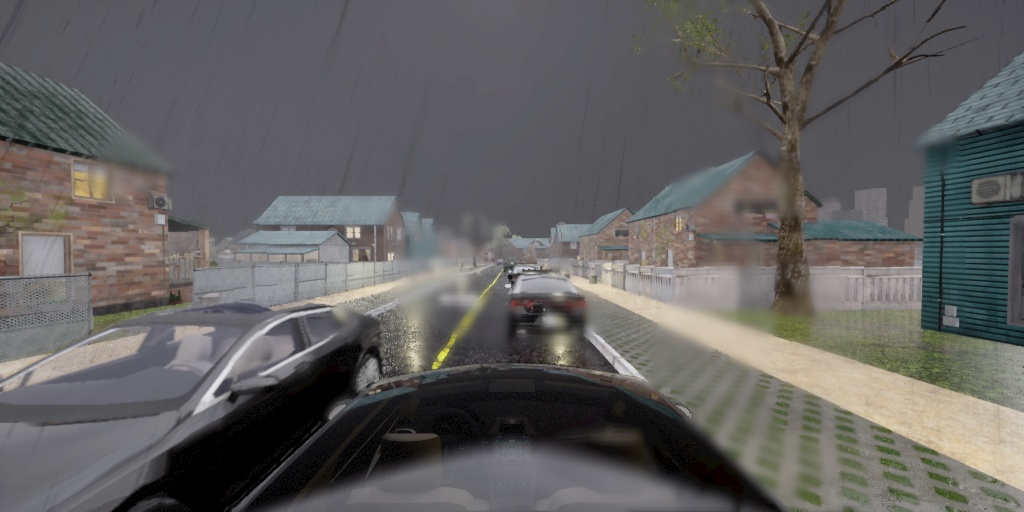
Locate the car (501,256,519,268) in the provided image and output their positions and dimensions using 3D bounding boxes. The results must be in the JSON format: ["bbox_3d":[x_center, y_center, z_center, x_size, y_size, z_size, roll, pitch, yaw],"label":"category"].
[{"bbox_3d":[0.032,1.027,46.903,2.150,2.045,5.566,0,0,0],"label":"car"}]

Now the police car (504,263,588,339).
[{"bbox_3d":[0.827,1.175,10.255,1.930,1.638,5.238,0,0,0],"label":"police car"}]

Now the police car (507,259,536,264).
[{"bbox_3d":[0.829,1.182,20.257,1.930,1.638,5.238,0,0,0],"label":"police car"}]

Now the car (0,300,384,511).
[{"bbox_3d":[-2.749,1.241,3.266,2.128,1.511,4.902,0,0,0],"label":"car"}]
